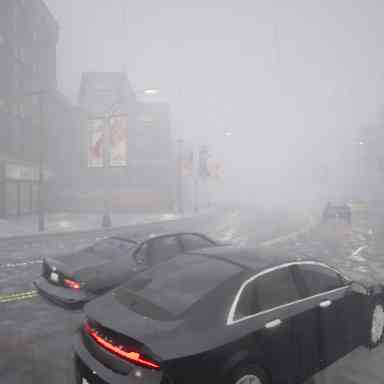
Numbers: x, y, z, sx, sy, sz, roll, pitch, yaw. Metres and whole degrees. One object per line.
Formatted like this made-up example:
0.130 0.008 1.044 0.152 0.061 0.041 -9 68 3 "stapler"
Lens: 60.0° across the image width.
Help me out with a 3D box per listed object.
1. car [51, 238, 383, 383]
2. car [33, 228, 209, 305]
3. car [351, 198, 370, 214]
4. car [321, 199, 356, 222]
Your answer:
0.948 1.502 4.502 4.892 1.490 1.837 0 1 -40 "car"
-0.589 1.541 7.573 5.357 1.411 2.033 0 0 -43 "car"
16.937 1.440 34.957 1.801 1.575 5.366 0 0 10 "car"
11.195 1.478 26.001 2.128 1.511 4.902 0 0 20 "car"
